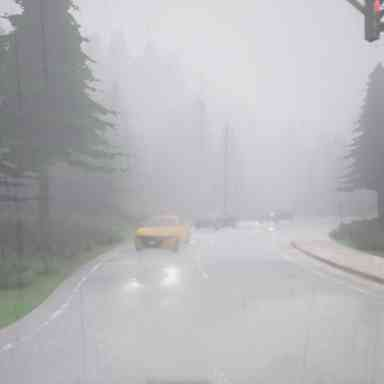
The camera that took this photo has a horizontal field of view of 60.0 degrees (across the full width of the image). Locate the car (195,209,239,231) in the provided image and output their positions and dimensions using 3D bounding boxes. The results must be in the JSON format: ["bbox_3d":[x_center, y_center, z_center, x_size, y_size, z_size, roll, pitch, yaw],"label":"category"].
[{"bbox_3d":[2.031,2.133,26.094,1.882,1.535,5.008,-1,-2,31],"label":"car"}]

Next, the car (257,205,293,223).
[{"bbox_3d":[8.634,2.204,34.593,2.097,1.767,4.553,-2,-2,43],"label":"car"}]

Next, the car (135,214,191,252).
[{"bbox_3d":[-1.264,1.890,16.147,1.882,1.535,5.008,0,-1,9],"label":"car"}]
